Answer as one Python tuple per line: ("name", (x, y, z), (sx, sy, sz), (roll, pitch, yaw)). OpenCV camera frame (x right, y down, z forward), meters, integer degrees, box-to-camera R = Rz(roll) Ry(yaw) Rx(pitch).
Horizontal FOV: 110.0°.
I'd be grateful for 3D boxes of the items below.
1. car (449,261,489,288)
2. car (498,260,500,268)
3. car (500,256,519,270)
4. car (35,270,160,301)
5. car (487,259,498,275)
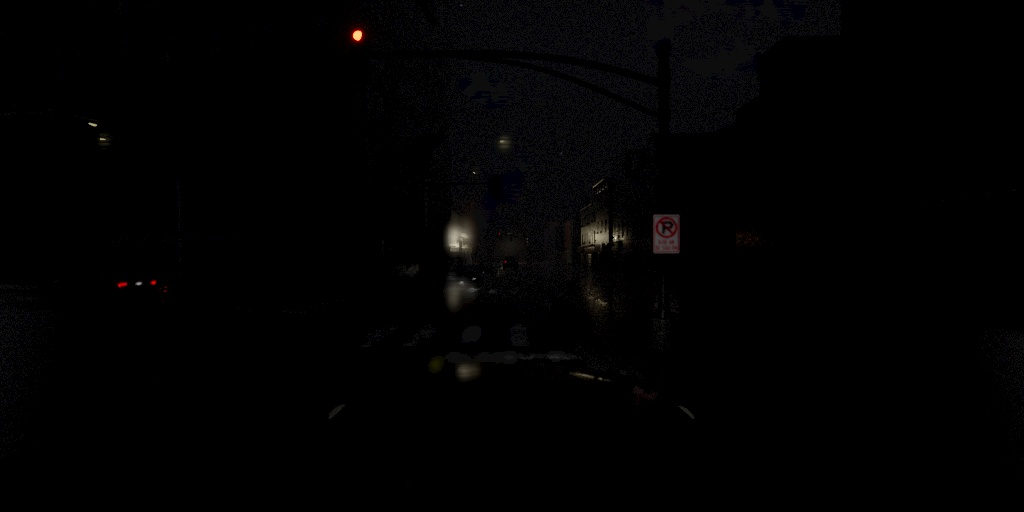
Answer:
("car", (-2.934, 1.297, 24.291), (2.033, 1.411, 5.357), (0, 0, 0))
("car", (-2.991, 1.270, 61.497), (1.837, 1.490, 4.892), (0, 0, 0))
("car", (-0.194, 0.979, 52.552), (2.150, 2.045, 5.566), (0, 0, 0))
("car", (-20.395, 1.390, 17.723), (5.357, 1.411, 2.033), (0, 0, 11))
("car", (-2.992, 1.300, 39.312), (2.033, 1.411, 5.357), (0, 0, 0))
